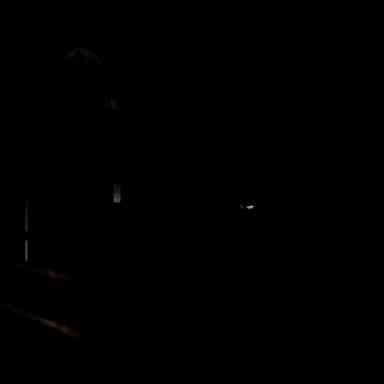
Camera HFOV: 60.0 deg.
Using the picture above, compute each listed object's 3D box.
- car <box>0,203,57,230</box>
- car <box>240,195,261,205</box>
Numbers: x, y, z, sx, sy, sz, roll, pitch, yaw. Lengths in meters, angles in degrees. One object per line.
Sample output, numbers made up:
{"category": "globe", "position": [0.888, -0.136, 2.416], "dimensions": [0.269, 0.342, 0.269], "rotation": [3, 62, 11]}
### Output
{"category": "car", "position": [-10.707, 1.421, 20.240], "dimensions": [1.837, 1.490, 4.892], "rotation": [1, 1, 36]}
{"category": "car", "position": [9.462, 1.315, 53.126], "dimensions": [1.837, 1.490, 4.892], "rotation": [1, 1, 36]}
